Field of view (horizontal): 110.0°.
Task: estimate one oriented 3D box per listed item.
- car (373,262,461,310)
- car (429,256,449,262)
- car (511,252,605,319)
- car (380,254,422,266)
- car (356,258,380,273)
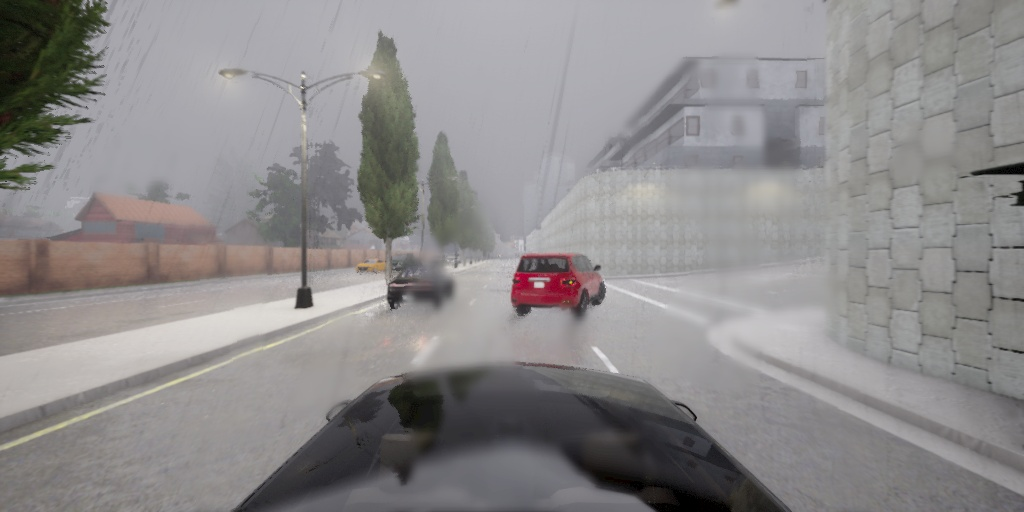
[{"bbox_3d":[-3.401,1.168,14.202,2.128,1.511,4.902,0,0,0],"label":"car"},{"bbox_3d":[-11.539,0.938,55.586,1.882,1.535,5.008,0,0,0],"label":"car"},{"bbox_3d":[1.822,0.898,12.756,2.150,2.045,5.566,-1,0,23],"label":"car"},{"bbox_3d":[-11.588,0.774,37.976,2.150,2.045,5.566,0,1,0],"label":"car"},{"bbox_3d":[-15.083,1.028,38.743,1.882,1.535,5.008,0,0,0],"label":"car"}]
